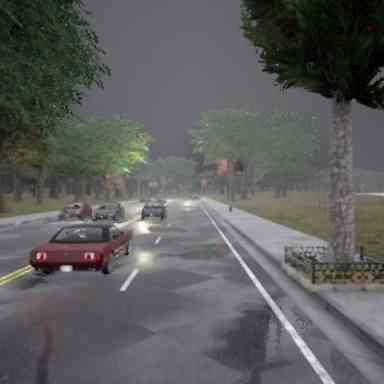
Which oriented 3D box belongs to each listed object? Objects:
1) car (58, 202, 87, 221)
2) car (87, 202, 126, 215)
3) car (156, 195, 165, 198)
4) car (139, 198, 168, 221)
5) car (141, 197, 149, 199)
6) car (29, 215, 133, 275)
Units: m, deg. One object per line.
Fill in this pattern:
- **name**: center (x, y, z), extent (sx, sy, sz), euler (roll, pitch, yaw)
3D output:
- **car**: center (-9.829, 1.597, 28.579), extent (1.812, 1.442, 4.674), euler (0, 0, 0)
- **car**: center (-6.580, 1.574, 26.727), extent (1.837, 1.490, 4.892), euler (0, 0, 0)
- **car**: center (-6.462, 1.495, 67.378), extent (2.097, 1.767, 4.553), euler (0, 0, 0)
- **car**: center (-3.132, 1.563, 28.307), extent (2.128, 1.511, 4.902), euler (0, 0, 0)
- **car**: center (-9.705, 1.644, 69.186), extent (1.994, 1.385, 4.181), euler (0, 0, 0)
- **car**: center (-3.144, 1.641, 10.557), extent (1.895, 1.301, 4.718), euler (0, 0, 0)
